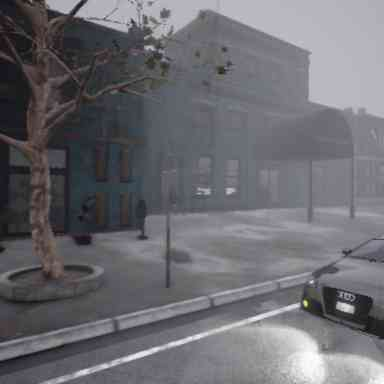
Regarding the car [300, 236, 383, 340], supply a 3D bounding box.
[{"bbox_3d":[3.939,1.565,6.192,4.181,1.385,1.994,0,0,-36],"label":"car"}]
